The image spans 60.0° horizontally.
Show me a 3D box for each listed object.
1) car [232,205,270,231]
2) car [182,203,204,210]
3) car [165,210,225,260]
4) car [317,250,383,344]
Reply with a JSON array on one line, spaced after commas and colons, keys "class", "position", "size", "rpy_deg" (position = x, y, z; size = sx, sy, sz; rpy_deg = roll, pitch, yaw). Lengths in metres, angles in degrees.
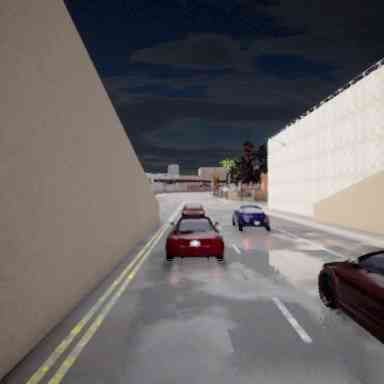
[{"class": "car", "position": [3.604, 1.544, 20.705], "size": [1.812, 1.442, 4.674], "rpy_deg": [0, 0, 0]}, {"class": "car", "position": [0.102, 1.626, 28.281], "size": [1.895, 1.301, 4.718], "rpy_deg": [0, 0, 0]}, {"class": "car", "position": [0.100, 1.576, 12.412], "size": [1.994, 1.385, 4.181], "rpy_deg": [0, 0, 0]}, {"class": "car", "position": [3.599, 1.568, 5.255], "size": [1.994, 1.385, 4.181], "rpy_deg": [0, 0, 0]}]
